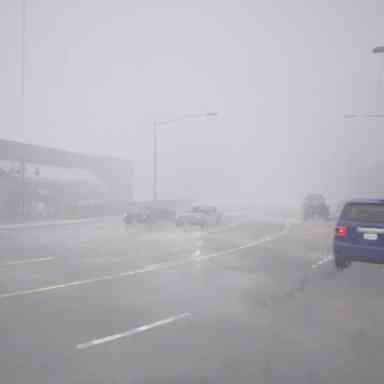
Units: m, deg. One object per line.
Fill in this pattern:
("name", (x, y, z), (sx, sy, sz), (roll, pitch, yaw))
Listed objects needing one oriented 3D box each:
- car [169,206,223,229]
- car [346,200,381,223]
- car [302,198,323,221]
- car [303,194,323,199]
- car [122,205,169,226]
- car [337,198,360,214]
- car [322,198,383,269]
("car", (0.522, 1.601, 22.103), (1.895, 1.301, 4.718), (0, 0, 22))
("car", (13.777, 1.478, 26.977), (1.882, 1.535, 5.008), (0, 0, 20))
("car", (10.076, 1.505, 27.051), (1.837, 1.490, 4.892), (0, 0, 20))
("car", (13.645, 1.222, 37.167), (2.150, 2.045, 5.566), (0, 0, 20))
("car", (-2.837, 1.601, 23.337), (1.895, 1.301, 4.718), (0, 0, 24))
("car", (17.262, 1.478, 36.901), (1.882, 1.535, 5.008), (0, 0, 20))
("car", (6.105, 1.220, 10.489), (2.150, 2.045, 5.566), (0, 0, 37))
